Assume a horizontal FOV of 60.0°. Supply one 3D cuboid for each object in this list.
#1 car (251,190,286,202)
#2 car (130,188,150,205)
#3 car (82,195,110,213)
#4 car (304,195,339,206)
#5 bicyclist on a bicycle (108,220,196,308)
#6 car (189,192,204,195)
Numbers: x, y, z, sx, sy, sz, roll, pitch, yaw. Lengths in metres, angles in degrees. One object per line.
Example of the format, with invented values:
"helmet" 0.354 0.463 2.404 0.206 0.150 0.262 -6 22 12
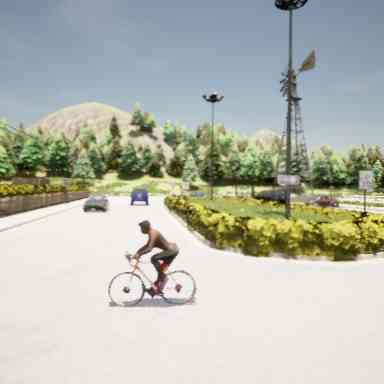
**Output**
"car" 9.701 0.715 42.002 2.150 2.045 5.566 0 1 -24
"car" -6.458 0.523 41.145 2.150 2.045 5.566 1 1 -9
"car" -8.362 0.996 29.508 2.033 1.411 5.357 1 1 -8
"car" 15.880 1.112 40.838 3.905 1.438 1.784 1 1 -9
"bicyclist on a bicycle" -0.725 1.348 6.214 1.656 1.620 0.582 0 1 -9
"car" 0.380 0.760 48.120 5.008 1.535 1.882 0 1 2
